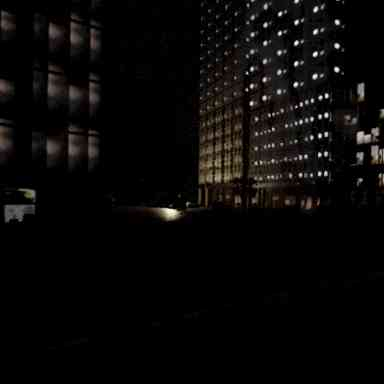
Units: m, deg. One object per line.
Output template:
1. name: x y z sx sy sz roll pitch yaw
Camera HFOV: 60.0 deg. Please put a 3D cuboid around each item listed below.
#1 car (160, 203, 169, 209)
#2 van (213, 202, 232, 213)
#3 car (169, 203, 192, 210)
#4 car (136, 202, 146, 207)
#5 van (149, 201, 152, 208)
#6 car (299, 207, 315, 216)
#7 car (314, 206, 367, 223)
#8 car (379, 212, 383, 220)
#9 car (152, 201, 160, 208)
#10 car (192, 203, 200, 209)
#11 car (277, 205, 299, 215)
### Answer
1. car: -4.665 3.035 71.777 1.752 1.417 4.829 0 -1 -25
2. van: 4.688 2.401 51.509 1.690 1.788 3.998 0 -1 -25
3. car: -2.379 2.949 66.824 2.008 1.369 4.403 0 -1 -25
4. car: -14.161 3.523 92.356 1.887 1.381 4.507 0 -1 -25
5. van: -9.450 3.086 82.147 1.690 1.788 3.998 0 -1 -25
6. car: 17.012 2.549 44.800 1.947 1.339 4.313 0 -1 -25
7. car: 14.116 2.172 31.077 2.008 1.369 4.403 0 -1 -25
8. car: 21.725 2.316 34.586 2.008 1.369 4.403 0 -1 -25
9. car: -7.092 3.173 77.037 1.887 1.381 4.507 0 -1 -25
10. car: 0.517 3.355 80.545 1.802 1.307 4.206 0 -1 -25
11. car: 14.656 2.659 49.906 1.947 1.339 4.313 0 -1 -25
